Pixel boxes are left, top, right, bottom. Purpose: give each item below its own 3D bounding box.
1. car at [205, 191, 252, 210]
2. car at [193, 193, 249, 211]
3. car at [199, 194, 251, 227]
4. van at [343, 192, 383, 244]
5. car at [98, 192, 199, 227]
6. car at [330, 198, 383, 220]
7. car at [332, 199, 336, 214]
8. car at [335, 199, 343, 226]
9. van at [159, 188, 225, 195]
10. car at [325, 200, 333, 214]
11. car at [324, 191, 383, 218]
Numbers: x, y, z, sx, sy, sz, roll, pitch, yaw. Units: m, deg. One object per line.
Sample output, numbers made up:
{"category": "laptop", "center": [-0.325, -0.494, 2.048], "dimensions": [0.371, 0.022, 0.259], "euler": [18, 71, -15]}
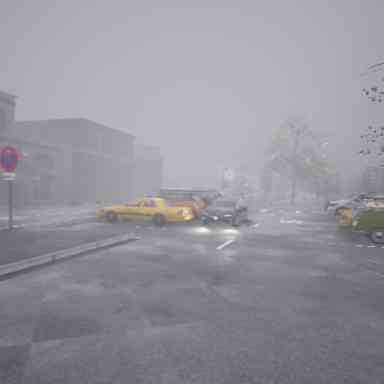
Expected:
{"category": "car", "center": [3.880, 0.848, 35.260], "dimensions": [4.553, 1.767, 2.185], "euler": [2, 0, 20]}
{"category": "car", "center": [2.807, 0.955, 32.419], "dimensions": [5.008, 1.535, 2.097], "euler": [2, 0, 20]}
{"category": "car", "center": [2.069, 1.086, 19.399], "dimensions": [1.837, 1.490, 4.892], "euler": [2, 1, 20]}
{"category": "van", "center": [8.737, 1.098, 13.452], "dimensions": [4.442, 1.987, 1.878], "euler": [2, 1, 20]}
{"category": "car", "center": [-2.600, 0.961, 18.360], "dimensions": [5.366, 1.575, 1.946], "euler": [2, 1, 20]}
{"category": "car", "center": [13.691, 1.300, 26.510], "dimensions": [4.892, 1.521, 2.231], "euler": [2, 0, 20]}
{"category": "car", "center": [10.917, 1.297, 18.463], "dimensions": [5.366, 1.575, 1.946], "euler": [2, 1, 20]}
{"category": "car", "center": [9.989, 1.310, 15.969], "dimensions": [5.366, 1.575, 1.946], "euler": [2, 1, 20]}
{"category": "van", "center": [-0.237, 0.717, 23.833], "dimensions": [4.442, 1.987, 1.878], "euler": [2, 1, 20]}
{"category": "car", "center": [12.716, 1.036, 23.894], "dimensions": [5.566, 2.045, 2.435], "euler": [2, 0, 20]}
{"category": "car", "center": [14.595, 1.062, 29.023], "dimensions": [5.566, 2.045, 2.435], "euler": [2, 0, 20]}
